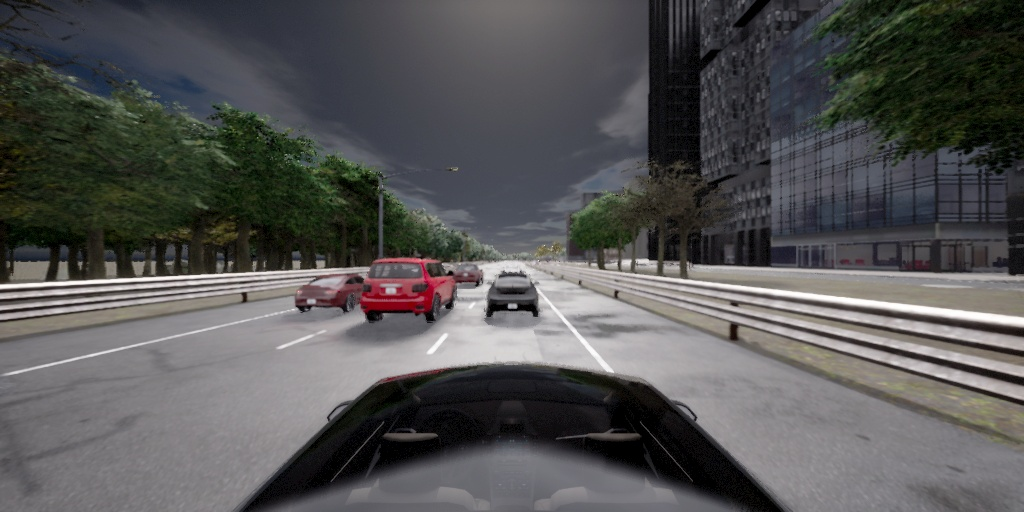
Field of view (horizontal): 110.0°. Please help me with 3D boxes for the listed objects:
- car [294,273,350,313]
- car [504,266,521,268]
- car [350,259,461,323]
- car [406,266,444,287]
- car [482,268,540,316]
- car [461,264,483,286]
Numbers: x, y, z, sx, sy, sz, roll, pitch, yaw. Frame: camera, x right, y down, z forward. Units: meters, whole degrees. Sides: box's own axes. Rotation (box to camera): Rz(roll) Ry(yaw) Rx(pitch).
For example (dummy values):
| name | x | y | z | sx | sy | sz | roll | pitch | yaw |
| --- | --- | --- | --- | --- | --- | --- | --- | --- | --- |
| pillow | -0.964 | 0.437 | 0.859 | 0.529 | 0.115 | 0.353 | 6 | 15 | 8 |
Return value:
| name | x | y | z | sx | sy | sz | roll | pitch | yaw |
| --- | --- | --- | --- | --- | --- | --- | --- | --- | --- |
| car | -6.954 | 1.440 | 14.764 | 1.812 | 1.442 | 4.674 | 0 | 0 | 0 |
| car | 0.035 | 1.583 | 29.085 | 2.128 | 1.511 | 4.902 | 0 | -1 | 0 |
| car | -3.467 | 1.116 | 13.007 | 2.150 | 2.045 | 5.566 | 0 | 0 | 0 |
| car | -6.964 | 1.597 | 29.109 | 1.837 | 1.490 | 4.892 | 0 | 0 | 0 |
| car | 0.040 | 1.414 | 14.121 | 1.837 | 1.490 | 4.892 | 0 | 0 | 0 |
| car | -3.465 | 1.441 | 28.997 | 2.097 | 1.767 | 4.553 | 0 | -1 | 0 |
